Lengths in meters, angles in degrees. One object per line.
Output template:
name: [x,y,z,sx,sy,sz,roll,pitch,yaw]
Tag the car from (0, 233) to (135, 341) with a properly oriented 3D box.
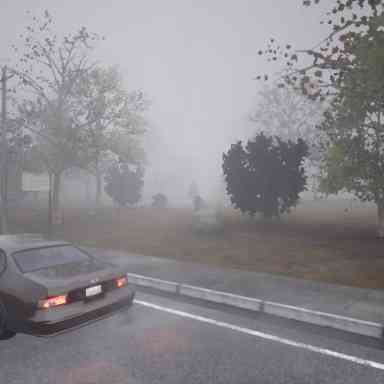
car: [-3.543,1.547,6.511,5.357,1.411,2.033,0,0,35]
